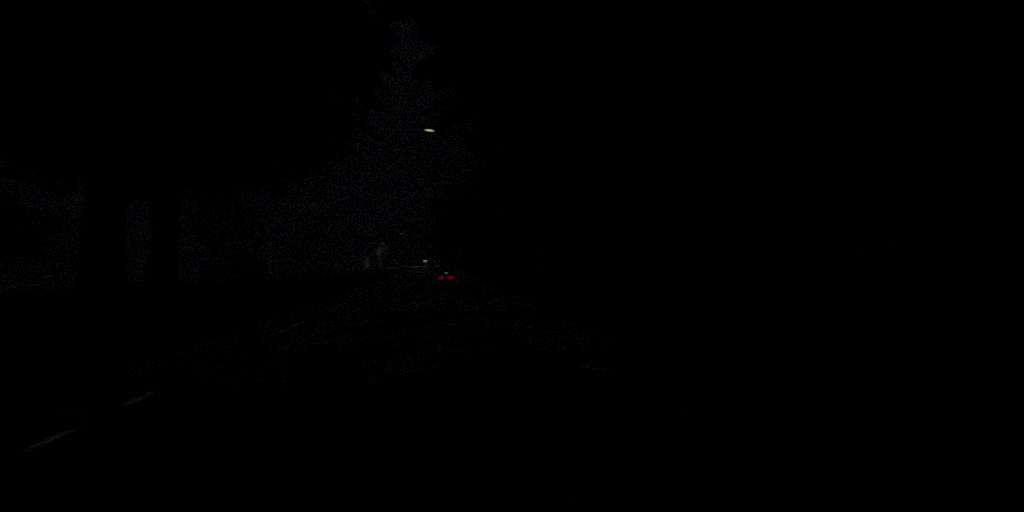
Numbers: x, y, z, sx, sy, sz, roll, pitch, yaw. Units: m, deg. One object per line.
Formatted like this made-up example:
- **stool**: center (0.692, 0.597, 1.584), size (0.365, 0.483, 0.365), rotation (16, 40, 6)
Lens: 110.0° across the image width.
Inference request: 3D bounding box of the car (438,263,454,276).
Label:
- **car**: center (-8.433, 1.765, 45.633), size (1.895, 1.301, 4.718), rotation (-1, 0, -12)
